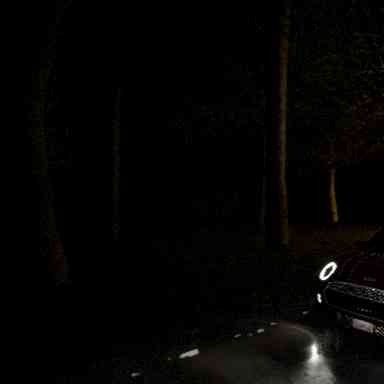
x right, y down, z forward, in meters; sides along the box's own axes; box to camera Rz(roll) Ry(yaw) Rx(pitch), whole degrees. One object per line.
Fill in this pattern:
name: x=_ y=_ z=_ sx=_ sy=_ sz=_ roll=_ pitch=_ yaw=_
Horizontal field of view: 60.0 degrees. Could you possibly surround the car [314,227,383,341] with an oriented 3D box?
car: x=4.318 y=1.357 z=6.148 sx=4.553 sy=1.767 sz=2.097 roll=0 pitch=0 yaw=-35
